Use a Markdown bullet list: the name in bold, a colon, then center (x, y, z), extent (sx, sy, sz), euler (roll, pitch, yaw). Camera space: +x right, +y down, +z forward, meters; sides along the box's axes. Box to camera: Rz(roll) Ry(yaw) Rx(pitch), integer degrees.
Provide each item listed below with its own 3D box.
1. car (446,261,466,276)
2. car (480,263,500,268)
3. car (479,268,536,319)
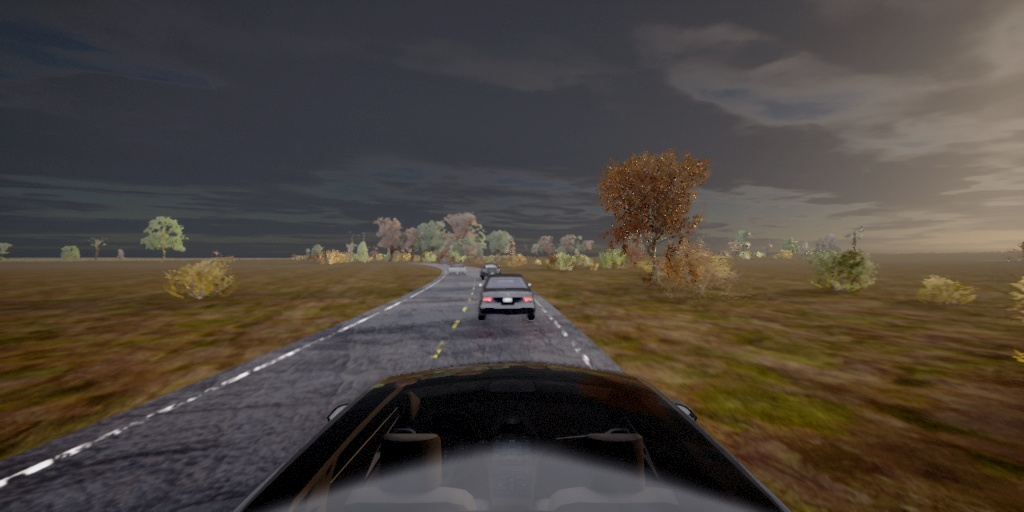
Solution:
- **car**: center (-5.926, 1.490, 38.969), extent (1.895, 1.301, 4.718), euler (0, 0, -8)
- **car**: center (-2.048, 1.391, 34.086), extent (1.812, 1.442, 4.674), euler (0, 0, -7)
- **car**: center (-0.234, 1.334, 12.955), extent (2.033, 1.411, 5.357), euler (0, 0, -2)
